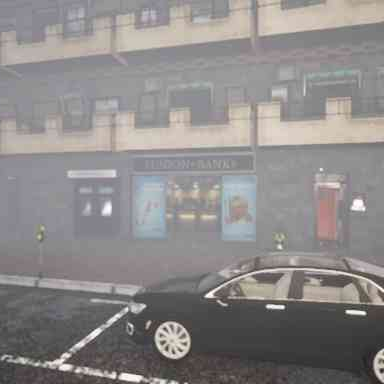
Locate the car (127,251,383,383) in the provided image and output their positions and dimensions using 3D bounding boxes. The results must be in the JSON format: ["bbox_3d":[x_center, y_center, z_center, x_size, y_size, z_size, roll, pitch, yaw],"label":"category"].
[{"bbox_3d":[1.235,1.544,4.713,4.403,1.369,2.008,0,0,15],"label":"car"}]
